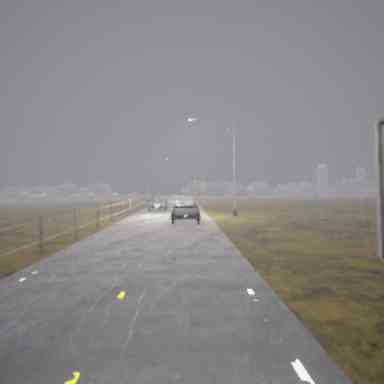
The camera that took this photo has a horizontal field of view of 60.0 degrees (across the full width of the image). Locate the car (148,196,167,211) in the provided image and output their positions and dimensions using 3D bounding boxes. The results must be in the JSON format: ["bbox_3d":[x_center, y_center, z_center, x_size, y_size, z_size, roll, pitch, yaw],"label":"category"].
[{"bbox_3d":[-3.428,1.150,34.381,2.128,1.511,4.902,-1,1,-1],"label":"car"}]

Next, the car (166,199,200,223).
[{"bbox_3d":[-0.440,1.241,22.786,2.128,1.511,4.902,-1,1,-1],"label":"car"}]
